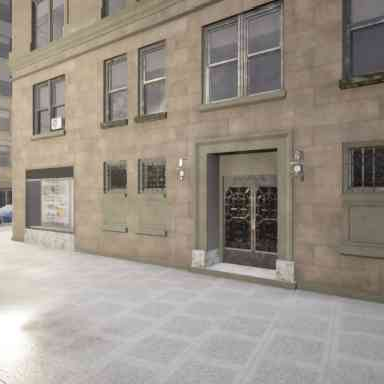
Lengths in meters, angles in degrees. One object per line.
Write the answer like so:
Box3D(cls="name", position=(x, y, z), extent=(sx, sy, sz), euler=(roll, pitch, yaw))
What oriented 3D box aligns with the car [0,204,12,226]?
Box3D(cls="car", position=(-11.927, 1.512, 23.061), extent=(2.033, 1.411, 5.357), euler=(0, 0, 39))
